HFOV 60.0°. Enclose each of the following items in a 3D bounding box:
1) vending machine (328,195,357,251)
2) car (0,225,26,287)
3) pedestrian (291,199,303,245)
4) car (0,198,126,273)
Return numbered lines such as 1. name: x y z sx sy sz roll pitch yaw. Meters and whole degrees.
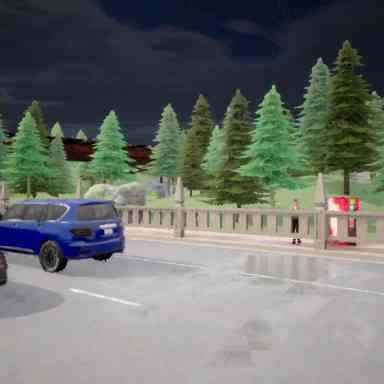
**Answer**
1. vending machine: 6.094 1.195 13.456 0.880 2.100 1.100 0 0 33
2. car: -6.081 1.525 7.511 4.674 1.442 1.812 0 0 30
3. pedestrian: 4.068 1.141 13.003 0.375 1.860 0.375 0 0 33
4. car: -4.714 1.221 10.814 5.566 2.045 2.150 0 0 29
